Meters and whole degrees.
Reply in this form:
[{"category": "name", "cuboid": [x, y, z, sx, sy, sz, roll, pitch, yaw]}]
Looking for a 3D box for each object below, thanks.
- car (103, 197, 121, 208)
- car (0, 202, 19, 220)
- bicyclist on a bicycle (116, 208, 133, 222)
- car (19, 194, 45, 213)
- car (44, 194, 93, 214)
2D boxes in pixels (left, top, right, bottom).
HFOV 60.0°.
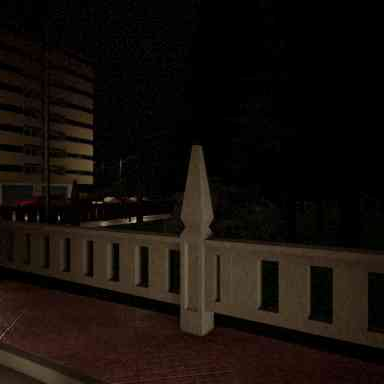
[{"category": "car", "cuboid": [-9.902, 1.407, 44.814, 2.097, 1.767, 4.553, 0, 0, 29]}, {"category": "car", "cuboid": [-16.529, 1.547, 25.641, 2.128, 1.511, 4.902, 0, 0, 29]}, {"category": "bicyclist on a bicycle", "cuboid": [-4.880, 1.356, 24.007, 1.656, 1.620, 0.582, 0, 0, 29]}, {"category": "car", "cuboid": [-15.532, 1.277, 34.668, 2.150, 2.045, 5.566, 0, 0, 29]}, {"category": "car", "cuboid": [-12.071, 1.407, 33.699, 2.097, 1.767, 4.553, 0, 0, 29]}]
